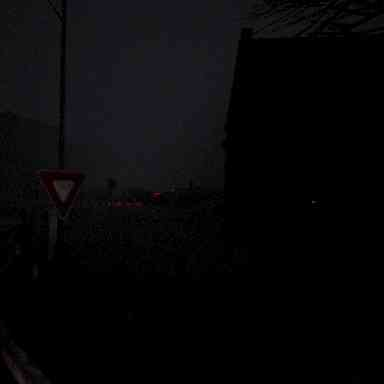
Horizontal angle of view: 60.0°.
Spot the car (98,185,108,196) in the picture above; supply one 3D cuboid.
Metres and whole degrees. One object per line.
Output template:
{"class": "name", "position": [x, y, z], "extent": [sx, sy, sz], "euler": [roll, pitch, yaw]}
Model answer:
{"class": "car", "position": [-19.068, -0.305, 66.595], "extent": [5.566, 2.045, 2.435], "euler": [1, 1, 13]}

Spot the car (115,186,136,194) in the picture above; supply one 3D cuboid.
{"class": "car", "position": [-15.944, -0.459, 80.023], "extent": [4.553, 1.767, 2.185], "euler": [1, 1, 13]}

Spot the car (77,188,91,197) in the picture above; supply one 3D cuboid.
{"class": "car", "position": [-20.891, -0.011, 58.527], "extent": [4.553, 1.767, 2.185], "euler": [1, 1, 13]}

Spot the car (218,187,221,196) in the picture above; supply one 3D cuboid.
{"class": "car", "position": [2.711, -0.024, 71.186], "extent": [5.566, 2.045, 2.435], "euler": [1, 2, 13]}

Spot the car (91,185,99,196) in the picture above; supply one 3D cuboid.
{"class": "car", "position": [-20.303, 0.062, 61.228], "extent": [4.892, 1.521, 2.231], "euler": [1, 1, 13]}

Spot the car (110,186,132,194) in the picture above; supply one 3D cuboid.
{"class": "car", "position": [-16.569, -0.405, 77.338], "extent": [4.553, 1.767, 2.185], "euler": [1, 1, 13]}

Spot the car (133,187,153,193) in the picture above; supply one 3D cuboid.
{"class": "car", "position": [-13.407, -0.539, 90.756], "extent": [4.892, 1.521, 2.231], "euler": [1, 1, 13]}

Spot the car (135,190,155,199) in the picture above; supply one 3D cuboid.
{"class": "car", "position": [-8.173, 0.392, 58.204], "extent": [1.837, 1.490, 4.892], "euler": [1, 2, 13]}

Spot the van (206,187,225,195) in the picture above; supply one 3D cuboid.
{"class": "van", "position": [5.988, -0.268, 84.559], "extent": [4.442, 1.987, 1.878], "euler": [1, 1, 13]}

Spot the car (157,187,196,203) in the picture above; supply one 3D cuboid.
{"class": "car", "position": [-2.326, 0.560, 49.403], "extent": [4.553, 1.767, 2.185], "euler": [1, 1, 13]}

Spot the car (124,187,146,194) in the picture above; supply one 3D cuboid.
{"class": "car", "position": [-14.658, -0.437, 85.387], "extent": [4.892, 1.521, 2.231], "euler": [1, 1, 13]}

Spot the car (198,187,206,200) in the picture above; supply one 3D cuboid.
{"class": "car", "position": [-0.427, 0.399, 57.526], "extent": [4.553, 1.767, 2.185], "euler": [1, 2, 13]}

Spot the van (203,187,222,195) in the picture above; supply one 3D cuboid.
{"class": "van", "position": [5.128, -0.221, 81.908], "extent": [4.442, 1.987, 1.878], "euler": [1, 1, 13]}

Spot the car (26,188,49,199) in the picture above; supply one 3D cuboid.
{"class": "car", "position": [-22.768, 0.135, 50.468], "extent": [4.553, 1.767, 2.185], "euler": [1, 1, 13]}

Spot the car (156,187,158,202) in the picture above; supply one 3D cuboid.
{"class": "car", "position": [-5.187, 0.443, 57.810], "extent": [2.128, 1.511, 4.902], "euler": [1, 2, 14]}

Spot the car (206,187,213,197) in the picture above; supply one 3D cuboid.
{"class": "car", "position": [0.813, 0.407, 62.946], "extent": [4.892, 1.521, 2.231], "euler": [1, 2, 13]}

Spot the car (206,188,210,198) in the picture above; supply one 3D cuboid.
{"class": "car", "position": [0.197, 0.462, 60.365], "extent": [5.008, 1.535, 2.097], "euler": [1, 2, 13]}

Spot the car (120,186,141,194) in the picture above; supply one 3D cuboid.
{"class": "car", "position": [-15.257, -0.512, 82.694], "extent": [4.553, 1.767, 2.185], "euler": [1, 1, 13]}

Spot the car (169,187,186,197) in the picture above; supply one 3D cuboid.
{"class": "car", "position": [-2.879, -0.040, 67.837], "extent": [2.150, 2.045, 5.566], "euler": [1, 2, 13]}

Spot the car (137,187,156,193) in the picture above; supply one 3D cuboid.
{"class": "car", "position": [-12.781, -0.588, 93.440], "extent": [4.892, 1.521, 2.231], "euler": [1, 1, 13]}

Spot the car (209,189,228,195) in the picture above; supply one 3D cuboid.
{"class": "car", "position": [7.106, -0.118, 90.010], "extent": [4.792, 1.488, 2.163], "euler": [1, 1, 13]}

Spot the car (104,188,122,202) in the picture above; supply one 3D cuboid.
{"class": "car", "position": [-10.425, 0.593, 48.521], "extent": [1.812, 1.442, 4.674], "euler": [1, 1, 14]}

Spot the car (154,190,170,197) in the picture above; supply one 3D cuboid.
{"class": "car", "position": [-5.996, 0.281, 67.716], "extent": [1.895, 1.301, 4.718], "euler": [1, 2, 13]}

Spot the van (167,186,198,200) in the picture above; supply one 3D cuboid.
{"class": "van", "position": [-1.807, 0.406, 52.266], "extent": [4.442, 1.987, 1.878], "euler": [1, 1, 13]}

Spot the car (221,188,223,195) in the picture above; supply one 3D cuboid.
{"class": "car", "position": [3.968, 0.157, 76.477], "extent": [4.674, 1.452, 2.002], "euler": [1, 1, 13]}

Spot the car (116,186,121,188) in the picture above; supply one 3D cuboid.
{"class": "car", "position": [-18.238, -0.109, 69.238], "extent": [5.366, 1.575, 1.946], "euler": [1, 1, 13]}

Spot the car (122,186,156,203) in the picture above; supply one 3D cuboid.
{"class": "car", "position": [-7.512, 0.360, 47.815], "extent": [2.150, 2.045, 5.566], "euler": [1, 1, 13]}

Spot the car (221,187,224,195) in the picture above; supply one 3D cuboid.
{"class": "car", "position": [4.636, -0.189, 79.168], "extent": [5.566, 2.045, 2.435], "euler": [1, 1, 13]}

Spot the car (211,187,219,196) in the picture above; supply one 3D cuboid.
{"class": "car", "position": [2.253, 0.289, 68.317], "extent": [5.366, 1.575, 1.946], "euler": [1, 2, 13]}

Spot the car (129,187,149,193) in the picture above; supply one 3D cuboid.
{"class": "car", "position": [-14.032, -0.489, 88.072], "extent": [4.892, 1.521, 2.231], "euler": [1, 1, 13]}

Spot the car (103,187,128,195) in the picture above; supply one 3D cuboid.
{"class": "car", "position": [-17.173, -0.223, 74.651], "extent": [5.008, 1.535, 2.097], "euler": [1, 1, 13]}
